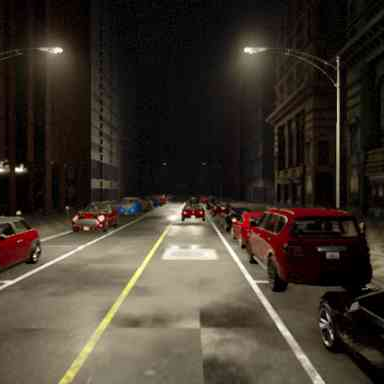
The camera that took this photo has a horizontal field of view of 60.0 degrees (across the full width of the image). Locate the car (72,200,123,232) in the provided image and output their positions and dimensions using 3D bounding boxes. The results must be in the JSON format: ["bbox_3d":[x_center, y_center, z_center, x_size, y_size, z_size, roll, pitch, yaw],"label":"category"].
[{"bbox_3d":[-5.764,1.472,20.175,1.967,1.590,4.097,0,0,0],"label":"car"}]

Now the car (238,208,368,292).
[{"bbox_3d":[2.760,1.329,8.910,2.192,1.841,5.009,0,0,0],"label":"car"}]

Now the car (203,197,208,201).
[{"bbox_3d":[2.762,1.636,42.727,1.947,1.339,4.313,0,0,0],"label":"car"}]

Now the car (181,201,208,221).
[{"bbox_3d":[0.102,1.645,27.778,1.895,1.301,4.718,0,0,0],"label":"car"}]

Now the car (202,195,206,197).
[{"bbox_3d":[2.763,1.686,59.636,1.802,1.307,4.206,0,0,0],"label":"car"}]

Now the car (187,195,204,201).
[{"bbox_3d":[0.103,1.567,44.780,2.128,1.511,4.902,0,0,0],"label":"car"}]

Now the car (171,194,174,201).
[{"bbox_3d":[-5.761,1.690,76.540,2.008,1.369,4.403,0,0,0],"label":"car"}]

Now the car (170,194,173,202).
[{"bbox_3d":[-5.761,1.693,70.904,1.947,1.339,4.313,0,0,0],"label":"car"}]

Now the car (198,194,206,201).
[{"bbox_3d":[2.764,1.497,93.453,2.192,1.841,5.009,0,0,0],"label":"car"}]

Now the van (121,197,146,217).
[{"bbox_3d":[-5.764,1.391,31.448,1.690,1.788,3.998,0,0,0],"label":"van"}]

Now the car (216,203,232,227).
[{"bbox_3d":[2.761,1.598,20.182,1.947,1.339,4.313,0,0,0],"label":"car"}]

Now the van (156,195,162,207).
[{"bbox_3d":[-5.763,1.422,48.357,1.690,1.788,3.998,0,0,0],"label":"van"}]

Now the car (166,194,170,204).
[{"bbox_3d":[-5.763,1.419,59.631,2.192,1.841,5.009,0,0,0],"label":"car"}]

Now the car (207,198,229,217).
[{"bbox_3d":[2.761,1.490,31.454,1.967,1.590,4.097,0,0,0],"label":"car"}]

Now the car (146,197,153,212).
[{"bbox_3d":[-5.763,1.584,36.914,1.752,1.417,4.829,0,0,0],"label":"car"}]

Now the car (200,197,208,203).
[{"bbox_3d":[2.764,1.722,76.545,1.802,1.307,4.206,0,0,0],"label":"car"}]

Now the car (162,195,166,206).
[{"bbox_3d":[-5.763,1.532,53.994,1.967,1.590,4.097,0,0,0],"label":"car"}]

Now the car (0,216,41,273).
[{"bbox_3d":[-5.765,1.454,8.901,1.967,1.590,4.097,0,0,0],"label":"car"}]

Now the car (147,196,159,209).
[{"bbox_3d":[-5.763,1.620,42.720,2.008,1.369,4.403,0,0,0],"label":"car"}]

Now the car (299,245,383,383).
[{"bbox_3d":[2.760,1.572,3.273,1.947,1.339,4.313,0,0,0],"label":"car"}]

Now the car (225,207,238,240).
[{"bbox_3d":[2.761,1.568,14.546,1.887,1.381,4.507,0,0,0],"label":"car"}]
